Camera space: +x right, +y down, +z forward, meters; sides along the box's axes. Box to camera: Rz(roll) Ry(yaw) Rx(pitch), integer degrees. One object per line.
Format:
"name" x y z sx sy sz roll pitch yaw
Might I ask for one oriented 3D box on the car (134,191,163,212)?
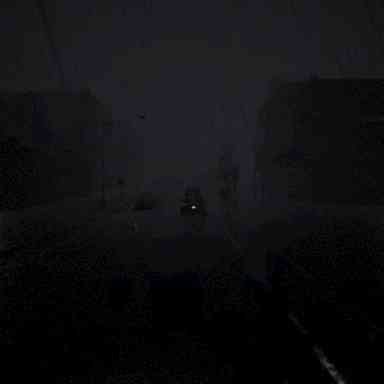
"car" -3.577 0.746 27.911 1.882 1.535 5.008 0 3 0

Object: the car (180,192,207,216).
"car" 0.119 0.954 25.442 1.994 1.385 4.181 0 3 0

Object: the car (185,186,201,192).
"car" 0.132 -0.056 42.769 1.882 1.535 5.008 0 3 0
